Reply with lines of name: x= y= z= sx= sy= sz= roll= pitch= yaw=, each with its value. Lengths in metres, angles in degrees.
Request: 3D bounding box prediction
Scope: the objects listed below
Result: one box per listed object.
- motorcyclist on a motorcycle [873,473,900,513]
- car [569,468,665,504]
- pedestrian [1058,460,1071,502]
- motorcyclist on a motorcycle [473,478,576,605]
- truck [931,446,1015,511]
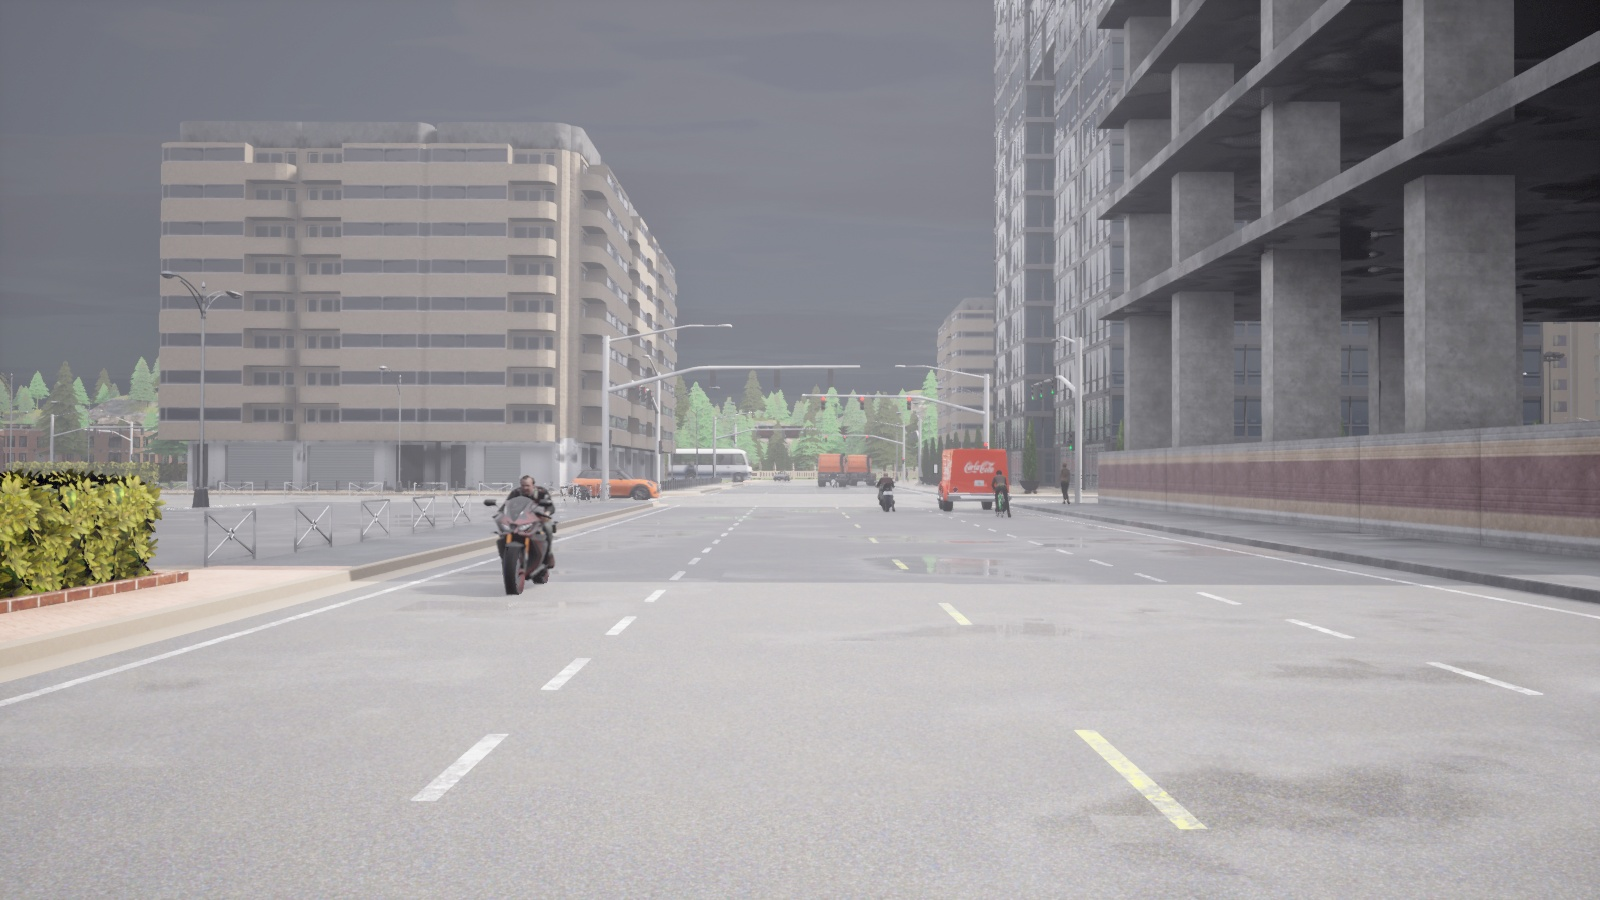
motorcyclist on a motorcycle: x=3.369 y=1.657 z=49.014 sx=0.866 sy=1.530 sz=2.191 roll=0 pitch=-1 yaw=0
car: x=-9.265 y=1.827 z=63.890 sx=4.553 sy=1.767 sz=2.097 roll=-1 pitch=-1 yaw=0
pedestrian: x=11.521 y=1.340 z=54.668 sx=0.331 sy=1.846 sz=0.634 roll=0 pitch=-1 yaw=-13
motorcyclist on a motorcycle: x=-3.544 y=1.138 z=16.344 sx=0.866 sy=1.530 sz=2.191 roll=0 pitch=-1 yaw=0
truck: x=6.864 y=1.147 z=50.559 sx=2.627 sy=2.467 sz=5.204 roll=0 pitch=-1 yaw=0
